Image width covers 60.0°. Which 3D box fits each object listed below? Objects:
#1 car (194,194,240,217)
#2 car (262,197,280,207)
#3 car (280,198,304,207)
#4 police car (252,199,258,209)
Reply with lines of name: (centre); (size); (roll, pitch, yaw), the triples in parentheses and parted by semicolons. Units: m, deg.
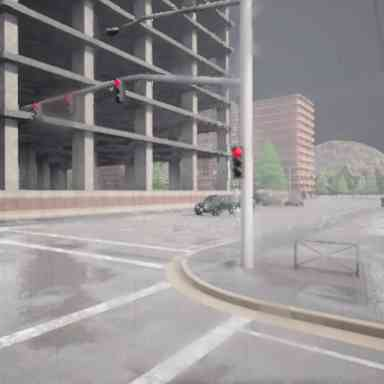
car: (2.405, 1.256, 32.199); (2.150, 2.045, 5.566); (0, 0, 35)
car: (12.739, 1.557, 52.676); (1.837, 1.490, 4.892); (0, 0, 36)
car: (15.429, 1.598, 50.427); (1.994, 1.385, 4.181); (0, 0, 35)
police car: (7.101, 1.477, 44.711); (1.930, 1.638, 5.238); (0, 0, 35)
